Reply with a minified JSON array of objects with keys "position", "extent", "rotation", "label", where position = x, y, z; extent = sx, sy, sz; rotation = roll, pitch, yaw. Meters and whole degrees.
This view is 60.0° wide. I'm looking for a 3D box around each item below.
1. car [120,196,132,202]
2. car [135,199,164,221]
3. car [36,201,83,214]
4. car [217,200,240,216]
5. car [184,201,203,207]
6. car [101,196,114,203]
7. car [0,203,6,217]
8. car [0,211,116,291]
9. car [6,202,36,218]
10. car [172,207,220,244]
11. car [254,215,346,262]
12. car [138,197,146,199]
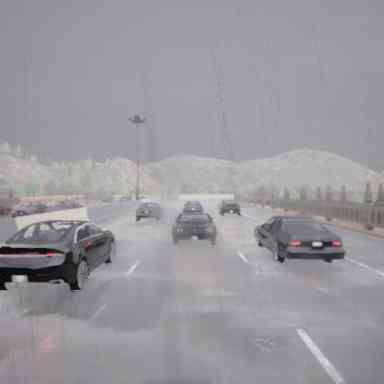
[{"position":[-13.937,1.537,70.215],"extent":[2.128,1.511,4.902],"rotation":[0,0,0],"label":"car"},{"position":[-3.389,1.556,27.322],"extent":[2.033,1.411,5.357],"rotation":[0,0,0],"label":"car"},{"position":[-10.587,1.501,27.677],"extent":[2.128,1.511,4.902],"rotation":[0,0,0],"label":"car"},{"position":[3.611,1.515,32.786],"extent":[1.837,1.490,4.892],"rotation":[0,0,0],"label":"car"},{"position":[0.112,1.574,33.406],"extent":[1.994,1.385,4.181],"rotation":[0,0,0],"label":"car"},{"position":[-17.458,1.517,69.058],"extent":[1.837,1.490,4.892],"rotation":[0,0,0],"label":"car"},{"position":[-17.587,1.610,28.609],"extent":[1.895,1.301,4.718],"rotation":[0,0,0],"label":"car"},{"position":[-3.397,1.495,8.985],"extent":[2.128,1.511,4.902],"rotation":[0,0,0],"label":"car"},{"position":[-14.084,1.574,29.409],"extent":[1.994,1.385,4.181],"rotation":[0,0,0],"label":"car"},{"position":[0.106,1.606,15.904],"extent":[1.895,1.301,4.718],"rotation":[0,0,0],"label":"car"},{"position":[3.605,1.551,12.111],"extent":[2.033,1.411,5.357],"rotation":[0,0,0],"label":"car"},{"position":[-10.472,1.617,68.263],"extent":[1.895,1.301,4.718],"rotation":[0,0,0],"label":"car"}]
